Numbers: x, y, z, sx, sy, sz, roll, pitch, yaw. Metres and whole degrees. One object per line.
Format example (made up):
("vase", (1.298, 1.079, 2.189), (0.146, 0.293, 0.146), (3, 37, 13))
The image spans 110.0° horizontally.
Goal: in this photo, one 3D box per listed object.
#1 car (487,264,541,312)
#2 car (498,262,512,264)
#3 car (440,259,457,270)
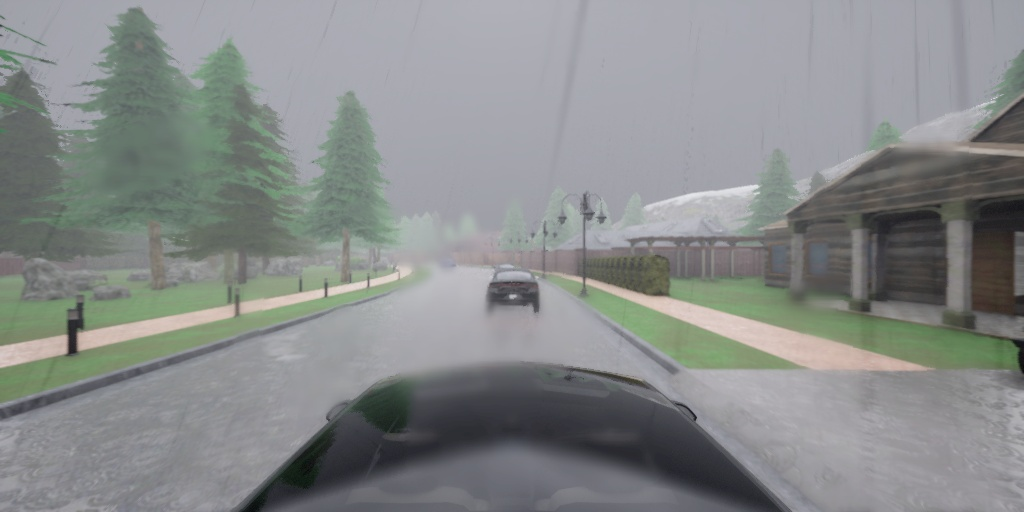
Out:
("car", (0.072, 1.213, 14.205), (1.882, 1.535, 5.008), (0, -1, 0))
("car", (-0.588, 1.241, 29.638), (1.812, 1.442, 4.674), (0, 0, -5))
("car", (-9.008, 1.166, 50.942), (1.882, 1.535, 5.008), (0, 0, -19))
